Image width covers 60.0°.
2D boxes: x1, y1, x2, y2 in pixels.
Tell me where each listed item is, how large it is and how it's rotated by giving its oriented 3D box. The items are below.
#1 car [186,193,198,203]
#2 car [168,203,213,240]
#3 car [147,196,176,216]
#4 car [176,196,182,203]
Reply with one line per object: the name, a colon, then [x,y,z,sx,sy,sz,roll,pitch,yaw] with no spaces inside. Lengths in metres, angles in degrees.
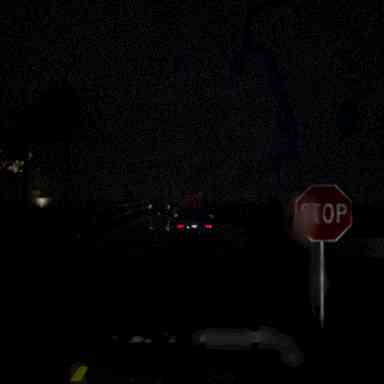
car: [-0.075,1.471,61.045,1.837,1.490,4.892,0,0,0]
car: [0.098,1.526,17.031,2.033,1.411,5.357,0,1,0]
car: [-2.886,1.297,31.094,2.097,1.767,4.553,0,0,0]
car: [-2.897,1.441,47.411,2.128,1.511,4.902,0,0,0]
